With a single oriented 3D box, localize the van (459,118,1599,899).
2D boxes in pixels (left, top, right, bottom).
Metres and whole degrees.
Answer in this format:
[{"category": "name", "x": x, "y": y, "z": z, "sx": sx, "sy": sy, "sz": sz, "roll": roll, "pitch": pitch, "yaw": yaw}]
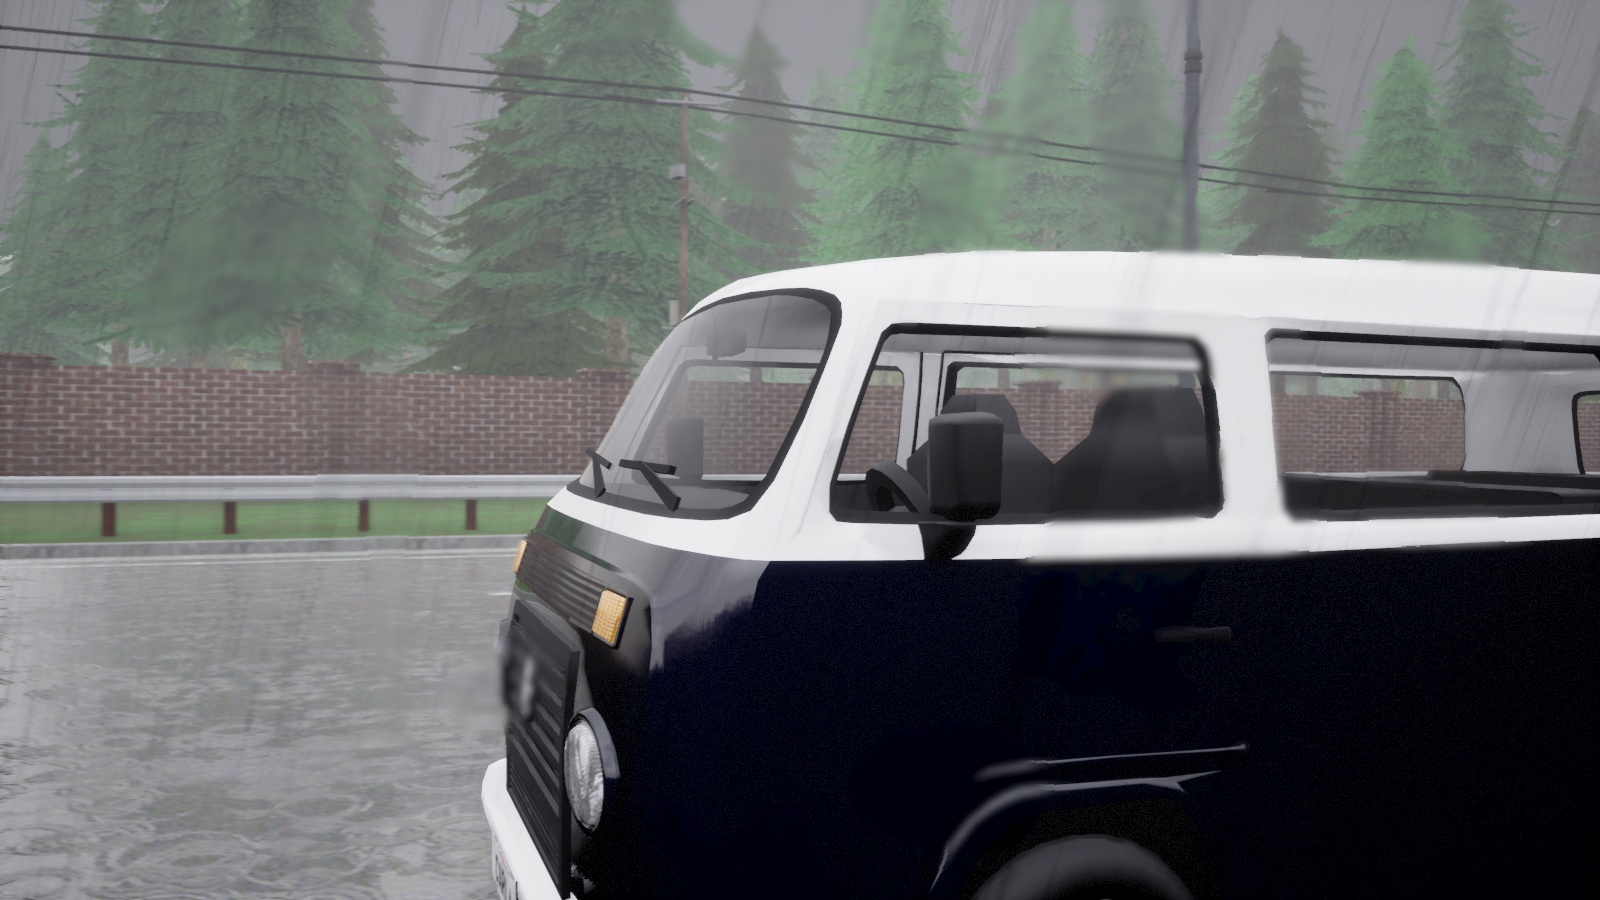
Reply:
[{"category": "van", "x": 1.406, "y": 0.445, "z": 3.770, "sx": 4.480, "sy": 2.038, "sz": 2.069, "roll": -1, "pitch": 1, "yaw": -21}]
